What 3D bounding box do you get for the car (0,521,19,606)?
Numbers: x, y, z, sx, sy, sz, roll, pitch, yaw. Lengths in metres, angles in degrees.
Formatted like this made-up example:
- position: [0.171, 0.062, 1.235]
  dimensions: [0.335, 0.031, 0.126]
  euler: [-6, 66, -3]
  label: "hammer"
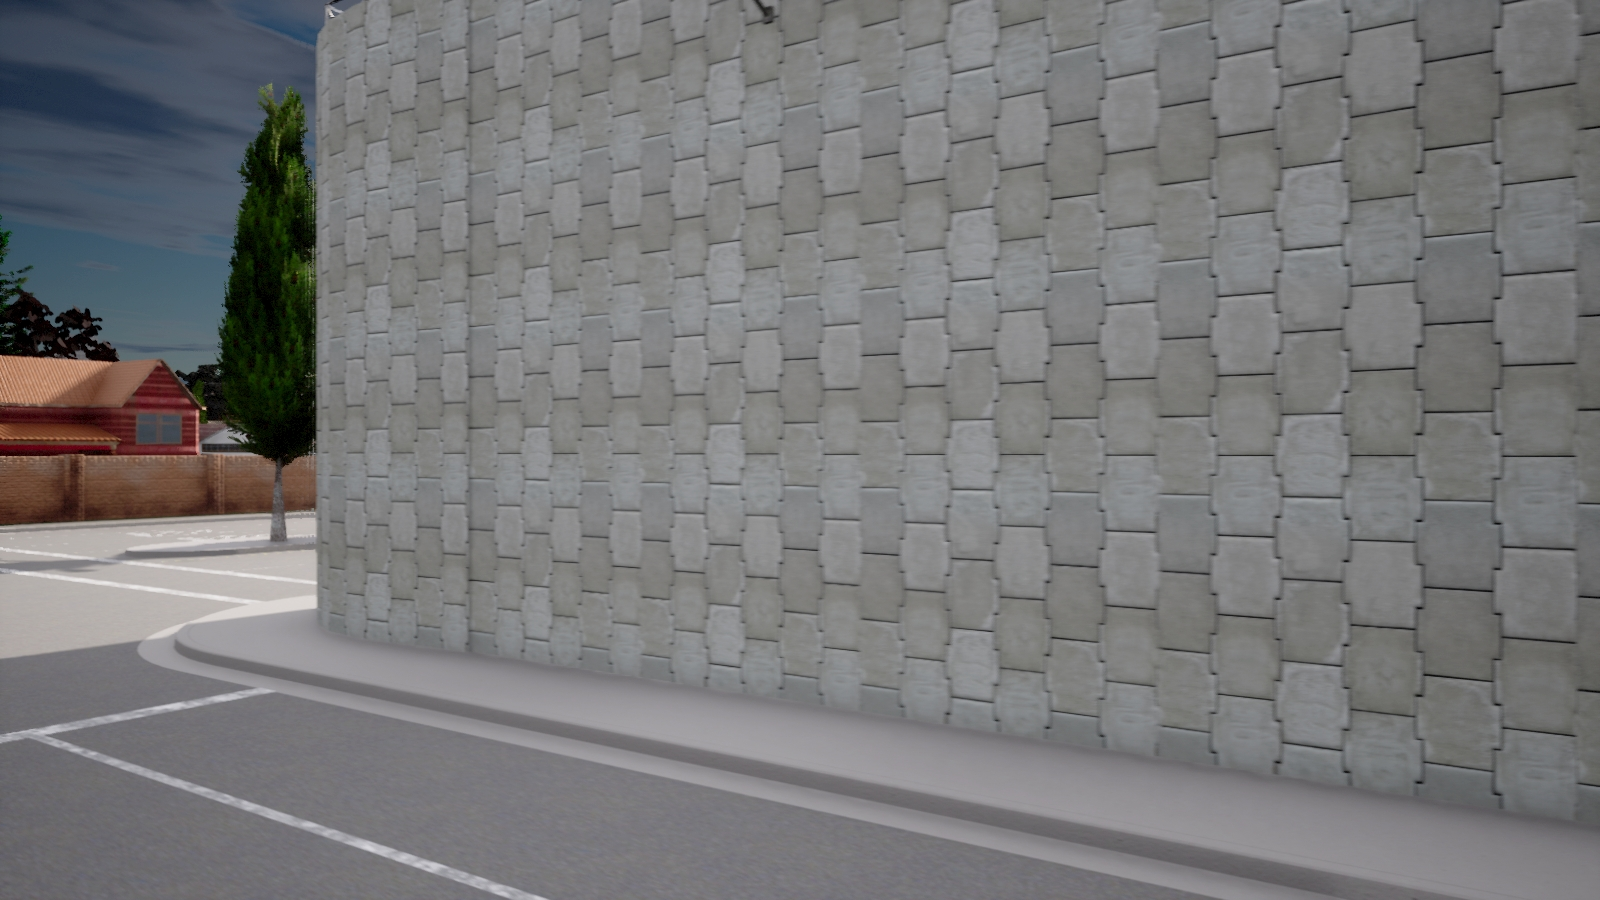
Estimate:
- position: [-15.484, 2.060, 18.659]
  dimensions: [2.163, 1.488, 4.792]
  euler: [0, 0, 0]
  label: "car"
